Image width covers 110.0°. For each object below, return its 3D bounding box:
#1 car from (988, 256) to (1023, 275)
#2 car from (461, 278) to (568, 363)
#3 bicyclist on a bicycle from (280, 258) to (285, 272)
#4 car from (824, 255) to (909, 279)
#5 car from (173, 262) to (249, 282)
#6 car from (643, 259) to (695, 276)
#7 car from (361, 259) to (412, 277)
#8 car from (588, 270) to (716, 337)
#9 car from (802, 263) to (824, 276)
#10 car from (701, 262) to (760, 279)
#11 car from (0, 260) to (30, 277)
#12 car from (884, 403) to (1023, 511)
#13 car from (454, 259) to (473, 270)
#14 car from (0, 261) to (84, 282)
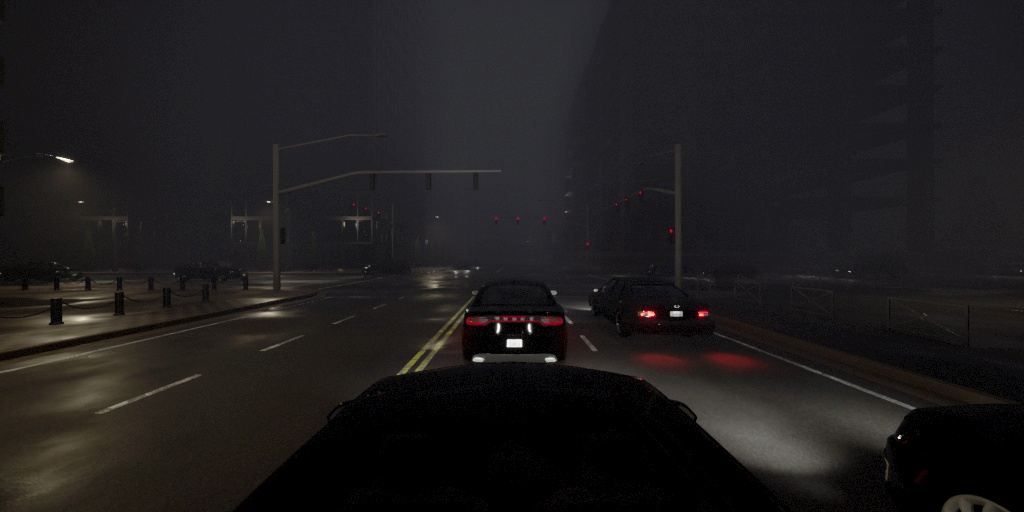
[{"bbox_3d":[50.957,0.995,35.044,5.566,2.045,2.150,0,0,0],"label":"car"},{"bbox_3d":[0.055,1.228,8.139,1.882,1.535,5.008,0,0,0],"label":"car"},{"bbox_3d":[-25.407,0.995,39.350,0.582,1.620,1.656,0,0,0],"label":"bicyclist on a bicycle"},{"bbox_3d":[31.390,0.917,31.578,5.566,2.045,2.150,0,0,0],"label":"car"},{"bbox_3d":[-22.923,1.186,27.390,4.902,1.511,2.128,0,0,0],"label":"car"},{"bbox_3d":[15.231,1.046,35.046,4.553,1.767,2.097,0,0,0],"label":"car"},{"bbox_3d":[-12.271,1.054,35.148,4.553,1.767,2.097,0,-1,-31],"label":"car"},{"bbox_3d":[3.571,1.297,10.262,2.033,1.411,5.357,0,0,0],"label":"car"},{"bbox_3d":[31.646,1.242,35.079,5.357,1.411,2.033,0,0,0],"label":"car"},{"bbox_3d":[19.155,1.220,31.518,4.674,1.442,1.812,0,0,0],"label":"car"},{"bbox_3d":[-50.459,1.172,34.749,5.008,1.535,1.882,0,0,1],"label":"car"},{"bbox_3d":[3.600,1.255,0.525,1.837,1.490,4.892,0,0,0],"label":"car"},{"bbox_3d":[-7.089,1.275,51.579,1.812,1.442,4.674,0,0,0],"label":"car"},{"bbox_3d":[-35.923,1.185,27.464,4.902,1.511,2.128,0,0,1],"label":"car"}]
